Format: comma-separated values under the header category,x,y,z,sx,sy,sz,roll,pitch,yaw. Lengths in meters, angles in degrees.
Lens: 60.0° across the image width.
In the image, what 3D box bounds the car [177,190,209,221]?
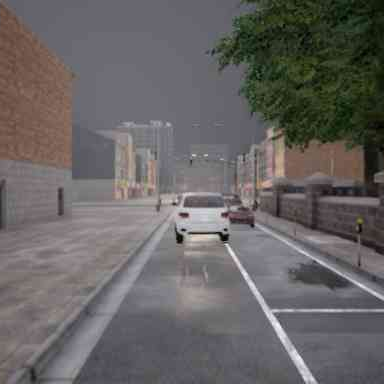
category,x,y,z,sx,sy,sz,roll,pitch,yaw
car,0.072,0.906,24.998,2.150,2.045,5.566,0,1,0

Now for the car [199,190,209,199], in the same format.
category,x,y,z,sx,sy,sz,roll,pitch,yaw
car,2.621,0.487,73.328,2.192,1.841,5.009,0,1,0

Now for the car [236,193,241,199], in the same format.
category,x,y,z,sx,sy,sz,roll,pitch,yaw
car,2.639,0.998,25.151,2.192,1.841,5.009,1,1,0

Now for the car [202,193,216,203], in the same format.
category,x,y,z,sx,sy,sz,roll,pitch,yaw
car,2.627,0.934,51.582,1.887,1.381,4.507,1,1,0

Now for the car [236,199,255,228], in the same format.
category,x,y,z,sx,sy,sz,roll,pitch,yaw
car,2.638,1.330,19.706,1.802,1.307,4.206,1,1,0

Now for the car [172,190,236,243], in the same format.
category,x,y,z,sx,sy,sz,roll,pitch,yaw
car,0.295,1.022,15.181,2.150,2.045,5.566,0,0,-4
